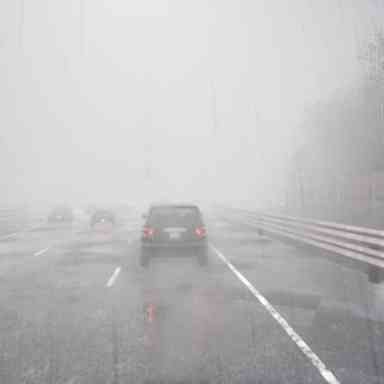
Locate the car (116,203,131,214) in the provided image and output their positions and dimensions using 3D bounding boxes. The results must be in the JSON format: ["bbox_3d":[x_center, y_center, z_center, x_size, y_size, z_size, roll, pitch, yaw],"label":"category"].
[{"bbox_3d":[-9.426,2.153,44.271,1.812,1.442,4.674,0,-1,-23],"label":"car"}]

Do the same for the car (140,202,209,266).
[{"bbox_3d":[-0.690,1.380,12.344,2.150,2.045,5.566,0,-1,-4],"label":"car"}]

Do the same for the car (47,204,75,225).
[{"bbox_3d":[-11.350,2.024,28.989,1.994,1.385,4.181,0,-1,-16],"label":"car"}]

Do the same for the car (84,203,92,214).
[{"bbox_3d":[-13.335,2.158,44.486,2.128,1.511,4.902,0,-1,-24],"label":"car"}]

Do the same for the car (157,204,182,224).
[{"bbox_3d":[-1.941,1.874,29.948,2.128,1.511,4.902,-1,-1,-2],"label":"car"}]

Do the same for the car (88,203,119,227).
[{"bbox_3d":[-7.085,1.897,26.772,1.837,1.490,4.892,0,-1,-14],"label":"car"}]
